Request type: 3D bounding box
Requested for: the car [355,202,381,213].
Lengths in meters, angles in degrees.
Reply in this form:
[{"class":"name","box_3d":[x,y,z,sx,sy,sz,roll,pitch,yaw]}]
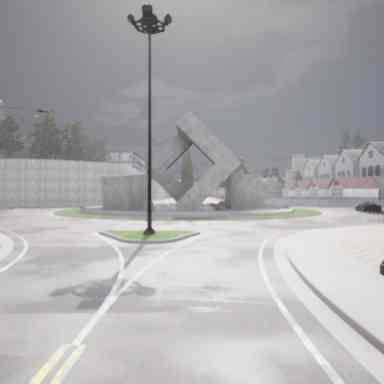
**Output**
[{"class":"car","box_3d":[22.563,1.928,42.749,1.994,1.385,4.181,0,0,8]}]
